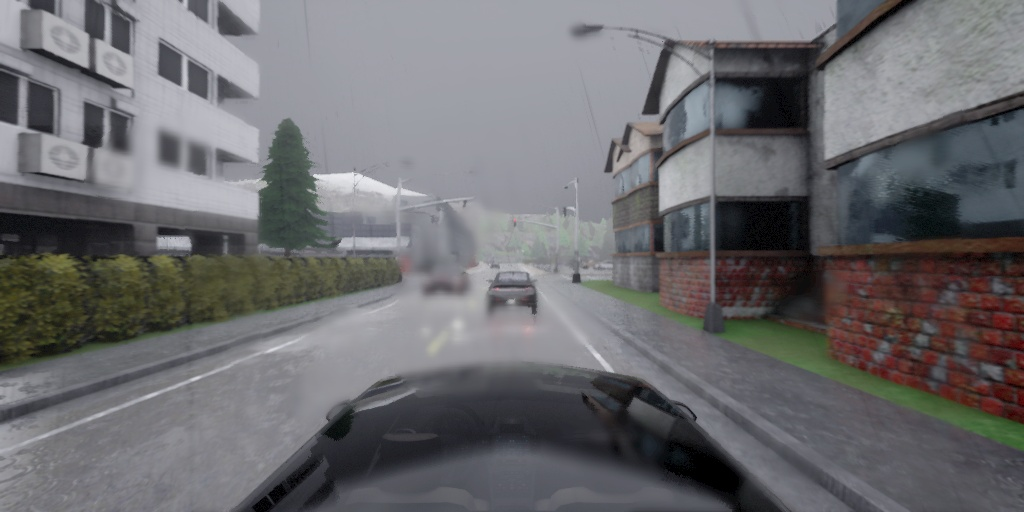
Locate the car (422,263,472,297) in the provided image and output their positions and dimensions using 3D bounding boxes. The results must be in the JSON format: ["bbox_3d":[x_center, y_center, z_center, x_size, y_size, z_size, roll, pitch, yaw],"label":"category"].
[{"bbox_3d":[-3.533,1.274,20.145,2.097,1.767,4.553,0,0,0],"label":"car"}]

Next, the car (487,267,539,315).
[{"bbox_3d":[0.053,1.359,14.288,2.128,1.511,4.902,0,0,1],"label":"car"}]
